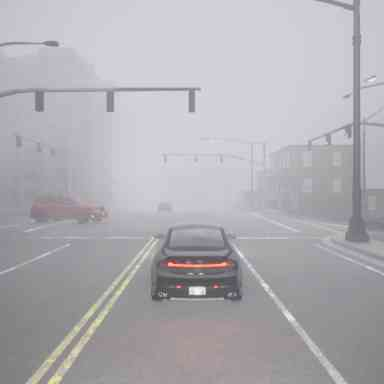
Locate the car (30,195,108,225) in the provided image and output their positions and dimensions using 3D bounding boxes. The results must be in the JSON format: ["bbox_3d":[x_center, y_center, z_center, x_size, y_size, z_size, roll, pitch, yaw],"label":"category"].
[{"bbox_3d":[-8.855,1.218,23.939,5.566,2.045,2.150,-1,-1,16],"label":"car"}]

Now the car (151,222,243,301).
[{"bbox_3d":[0.094,1.507,8.322,1.837,1.490,4.892,0,0,0],"label":"car"}]

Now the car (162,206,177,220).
[{"bbox_3d":[-3.628,3.539,54.964,2.128,1.511,4.902,0,-12,0],"label":"car"}]

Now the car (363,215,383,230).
[{"bbox_3d":[16.049,2.664,28.206,4.181,1.385,1.994,8,0,0],"label":"car"}]

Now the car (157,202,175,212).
[{"bbox_3d":[-3.630,2.080,45.558,1.837,1.490,4.892,0,-5,0],"label":"car"}]
